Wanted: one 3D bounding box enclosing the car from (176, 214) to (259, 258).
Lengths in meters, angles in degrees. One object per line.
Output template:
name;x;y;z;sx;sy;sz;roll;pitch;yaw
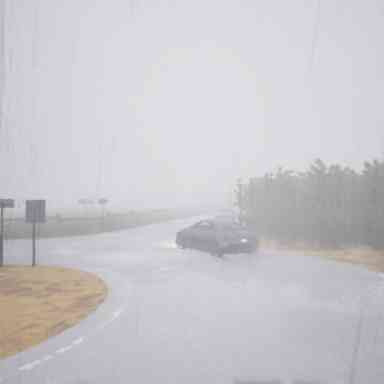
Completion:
car;0.959;1.877;14.406;1.994;1.385;4.181;0;-1;-31

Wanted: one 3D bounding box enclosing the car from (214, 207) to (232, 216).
car;3.837;2.316;35.755;1.895;1.301;4.718;-1;-1;18
